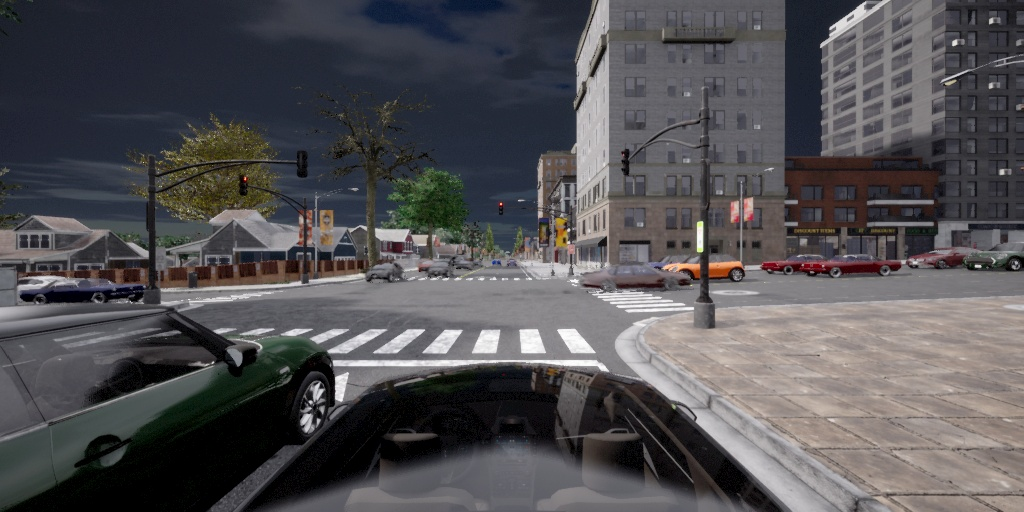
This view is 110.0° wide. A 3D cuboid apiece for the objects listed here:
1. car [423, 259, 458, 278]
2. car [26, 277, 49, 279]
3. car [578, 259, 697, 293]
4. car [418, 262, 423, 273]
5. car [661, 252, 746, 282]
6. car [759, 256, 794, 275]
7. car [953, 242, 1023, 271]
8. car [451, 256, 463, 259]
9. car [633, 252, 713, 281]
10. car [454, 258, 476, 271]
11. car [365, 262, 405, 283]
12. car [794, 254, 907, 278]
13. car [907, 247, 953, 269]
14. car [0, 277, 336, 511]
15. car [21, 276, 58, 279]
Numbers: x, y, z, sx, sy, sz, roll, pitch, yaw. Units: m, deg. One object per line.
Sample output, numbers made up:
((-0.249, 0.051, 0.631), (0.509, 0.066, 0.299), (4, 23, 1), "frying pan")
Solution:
((-6.637, 1.269, 33.752), (1.837, 1.490, 4.892), (0, 0, 0), "car")
((-21.634, 1.807, 18.325), (4.718, 1.301, 1.895), (-2, 0, 0), "car")
((6.174, 1.084, 18.466), (5.357, 1.411, 2.033), (-2, 0, 4), "car")
((-9.899, 1.253, 43.121), (1.882, 1.535, 5.008), (0, 0, 0), "car")
((11.355, 0.680, 21.678), (4.553, 1.767, 2.097), (-2, 0, 0), "car")
((20.099, 0.583, 24.961), (4.718, 1.301, 1.895), (-2, 0, 0), "car")
((30.494, -0.046, 21.745), (4.553, 1.767, 2.097), (-2, 0, 0), "car")
((-9.880, 1.055, 64.137), (2.150, 2.045, 5.566), (0, 0, 1), "car")
((11.102, 0.679, 24.998), (4.553, 1.767, 2.097), (-2, 0, 2), "car")
((-6.657, 1.337, 50.173), (2.033, 1.411, 5.357), (0, 0, 0), "car")
((-9.883, 1.268, 28.247), (1.837, 1.490, 4.892), (0, -1, 0), "car")
((20.339, 0.584, 21.712), (4.718, 1.301, 1.895), (-2, 0, 0), "car")
((30.410, 0.121, 24.992), (4.674, 1.442, 1.812), (-2, 0, 0), "car")
((-3.151, 1.102, 2.446), (2.097, 1.767, 4.553), (0, 0, 0), "car")
((-28.267, 1.949, 21.354), (4.674, 1.442, 1.812), (-2, 0, 0), "car")
